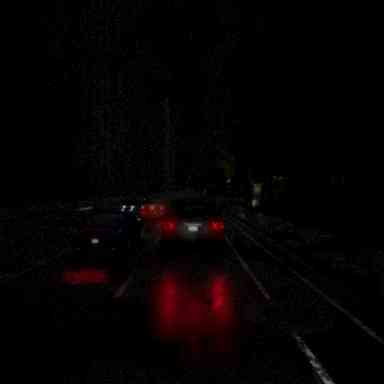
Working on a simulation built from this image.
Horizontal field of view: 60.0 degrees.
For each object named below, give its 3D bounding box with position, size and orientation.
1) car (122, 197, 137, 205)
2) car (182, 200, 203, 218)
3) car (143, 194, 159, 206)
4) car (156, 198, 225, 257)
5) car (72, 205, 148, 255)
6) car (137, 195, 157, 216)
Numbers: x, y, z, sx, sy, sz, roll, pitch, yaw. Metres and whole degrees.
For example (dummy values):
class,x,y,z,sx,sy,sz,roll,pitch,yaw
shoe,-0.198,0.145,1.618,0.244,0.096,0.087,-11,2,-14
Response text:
class,x,y,z,sx,sy,sz,roll,pitch,yaw
car,-9.821,1.467,53.306,2.033,1.411,5.357,0,0,0
car,0.067,1.497,30.296,1.812,1.442,4.674,0,0,0
car,-6.576,1.271,53.609,2.097,1.767,4.553,0,0,0
car,0.061,1.228,13.113,2.150,2.045,5.566,0,0,0
car,-3.186,1.482,13.441,1.882,1.535,5.008,0,0,0
car,-3.188,1.325,28.933,2.097,1.767,4.553,0,0,0
